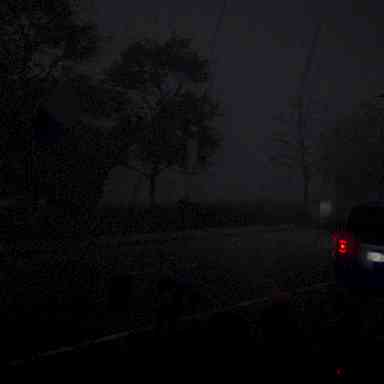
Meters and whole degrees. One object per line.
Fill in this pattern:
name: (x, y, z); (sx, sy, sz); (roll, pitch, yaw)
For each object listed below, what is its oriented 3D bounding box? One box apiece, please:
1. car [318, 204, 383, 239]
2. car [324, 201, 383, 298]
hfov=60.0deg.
car: (9.216, 1.450, 17.641); (5.008, 1.535, 1.882); (0, 0, -28)
car: (5.453, 1.214, 7.173); (5.566, 2.045, 2.150); (0, 0, -32)
